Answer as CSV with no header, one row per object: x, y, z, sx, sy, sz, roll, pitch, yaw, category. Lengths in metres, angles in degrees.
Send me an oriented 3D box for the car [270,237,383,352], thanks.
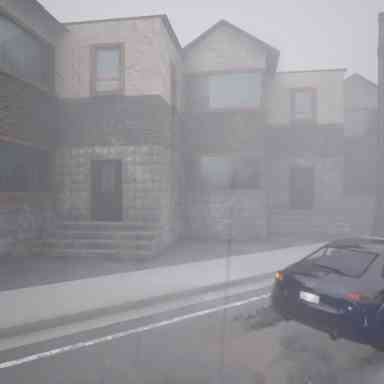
3.419,1.564,6.194,4.181,1.385,1.994,0,0,-35,car
